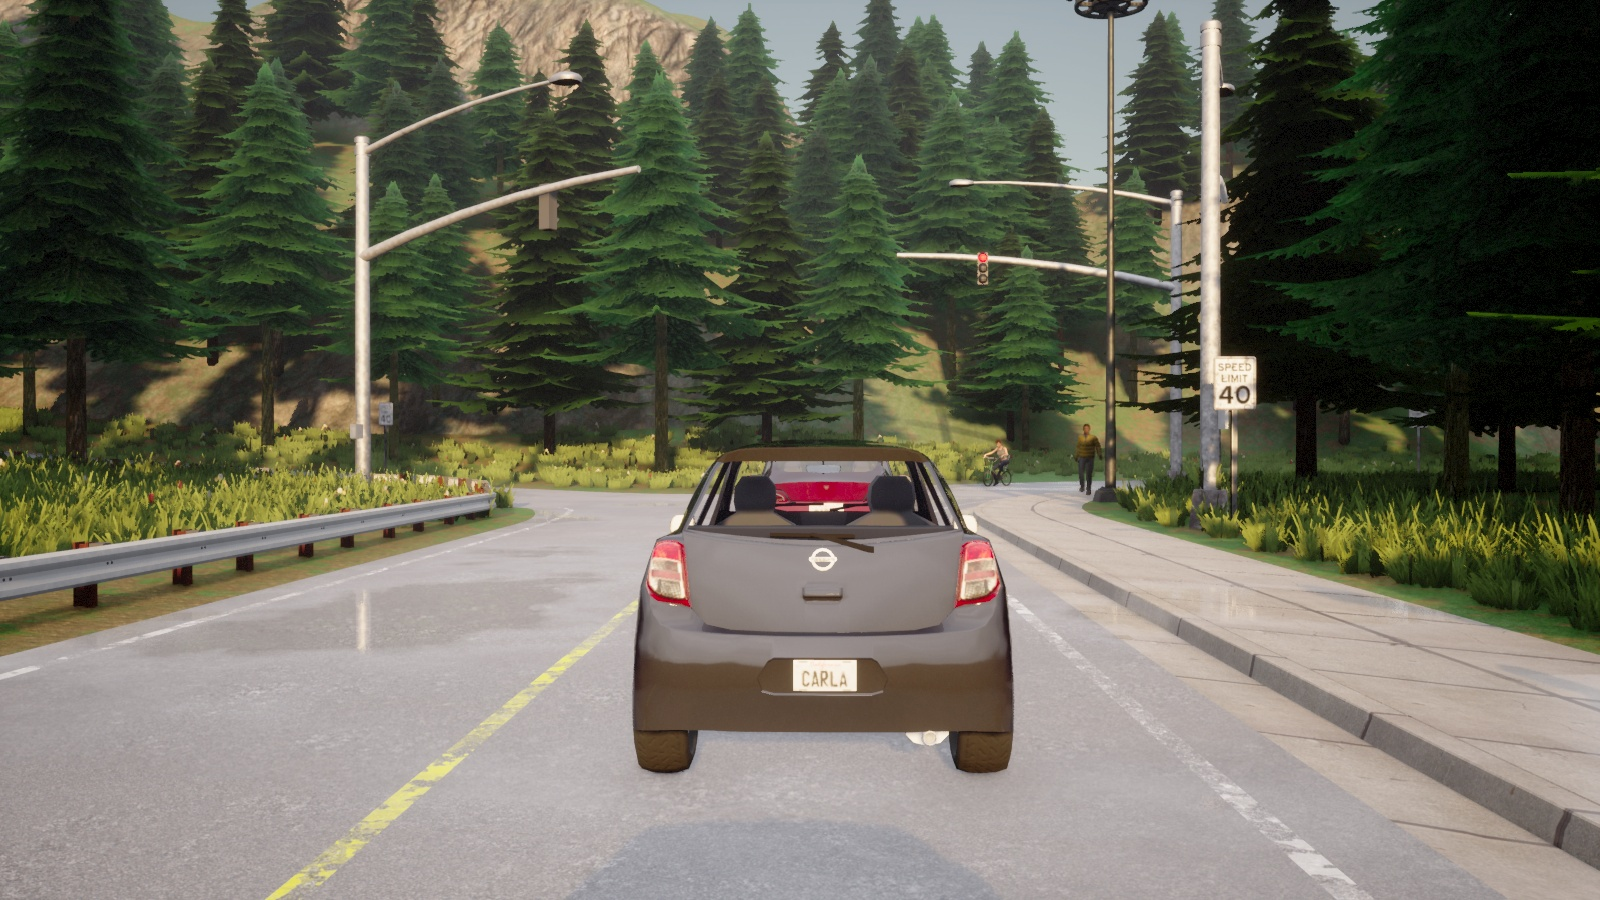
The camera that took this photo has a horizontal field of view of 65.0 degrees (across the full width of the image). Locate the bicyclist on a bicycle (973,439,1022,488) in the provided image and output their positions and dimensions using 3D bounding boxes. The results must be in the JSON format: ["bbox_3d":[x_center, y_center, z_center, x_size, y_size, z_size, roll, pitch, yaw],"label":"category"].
[{"bbox_3d":[6.714,0.447,42.732,1.509,1.612,0.866,0,0,-41],"label":"bicyclist on a bicycle"}]

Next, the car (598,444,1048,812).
[{"bbox_3d":[0.128,0.721,6.971,1.845,1.501,3.633,0,0,1],"label":"car"}]

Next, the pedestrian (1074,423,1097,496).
[{"bbox_3d":[7.226,0.235,31.759,0.431,1.840,0.709,0,0,25],"label":"pedestrian"}]
